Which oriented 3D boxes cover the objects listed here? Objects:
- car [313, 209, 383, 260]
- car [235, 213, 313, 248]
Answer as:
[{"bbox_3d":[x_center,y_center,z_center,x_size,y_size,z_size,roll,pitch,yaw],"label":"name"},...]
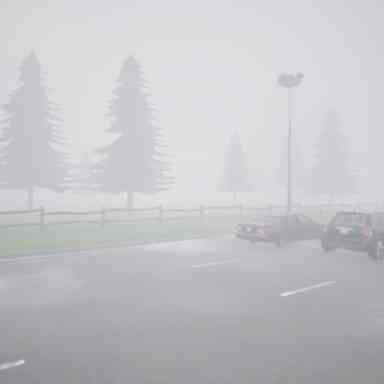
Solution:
[{"bbox_3d":[7.263,1.503,13.328,4.553,1.767,2.097,1,-1,-35],"label":"car"},{"bbox_3d":[4.484,1.690,15.658,5.357,1.411,2.033,1,0,-35],"label":"car"}]
